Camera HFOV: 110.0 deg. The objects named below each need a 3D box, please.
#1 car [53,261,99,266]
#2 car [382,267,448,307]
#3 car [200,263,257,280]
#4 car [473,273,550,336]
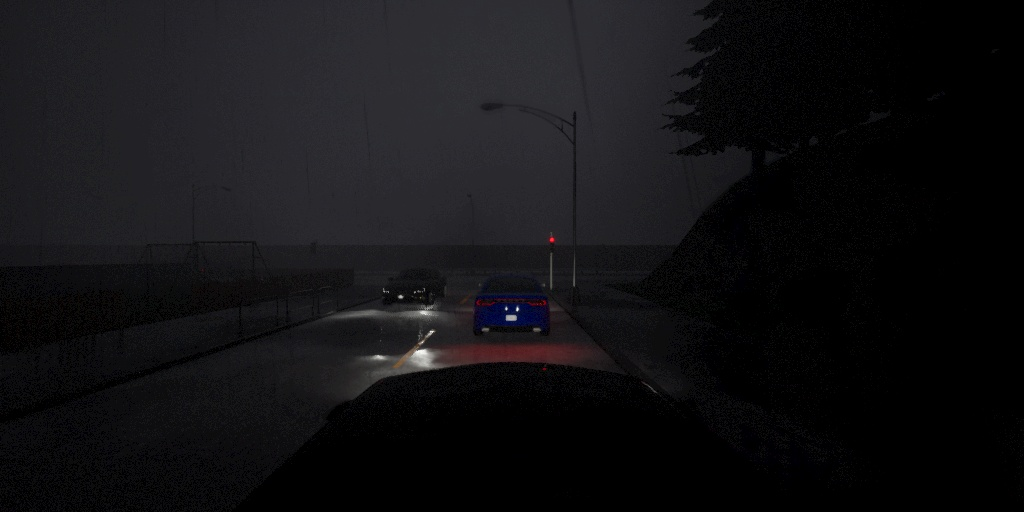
[{"bbox_3d":[-36.535,1.228,30.491,5.008,1.535,1.882,0,0,0],"label":"car"},{"bbox_3d":[-4.059,1.255,15.615,1.837,1.490,4.892,0,0,1],"label":"car"},{"bbox_3d":[-23.881,1.314,30.534,4.181,1.385,1.994,0,0,0],"label":"car"},{"bbox_3d":[-0.004,1.228,10.467,1.882,1.535,5.008,0,0,0],"label":"car"}]
